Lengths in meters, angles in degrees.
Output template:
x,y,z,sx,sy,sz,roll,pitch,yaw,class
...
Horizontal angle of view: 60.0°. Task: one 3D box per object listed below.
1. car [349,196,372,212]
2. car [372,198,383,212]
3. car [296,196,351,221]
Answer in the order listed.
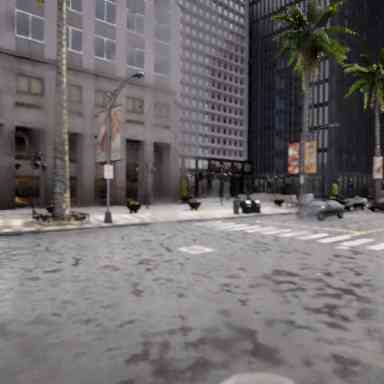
x,y,z,sx,sy,sz,roll,pitch,yaw,class
16.245,1.190,34.368,4.786,1.482,2.161,0,1,-41,car
19.492,1.271,33.058,5.357,1.411,2.033,0,1,-40,car
9.663,1.275,24.800,4.674,1.442,1.812,0,1,-40,car
